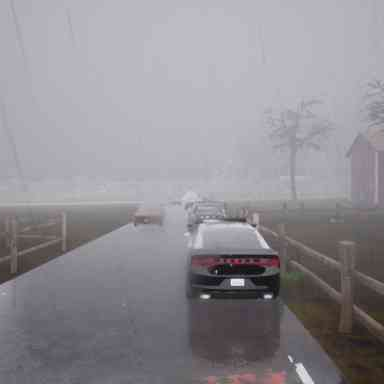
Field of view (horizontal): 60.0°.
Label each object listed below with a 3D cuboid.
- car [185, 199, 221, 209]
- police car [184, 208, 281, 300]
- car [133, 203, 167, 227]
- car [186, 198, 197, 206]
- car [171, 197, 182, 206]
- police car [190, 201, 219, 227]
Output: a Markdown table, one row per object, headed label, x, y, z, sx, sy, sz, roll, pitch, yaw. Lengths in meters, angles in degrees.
| label | x | y | z | sx | sy | sz | roll | pitch | yaw |
| --- | --- | --- | --- | --- | --- | --- | --- | --- | --- |
| car | 0.809 | 1.394 | 18.453 | 2.097 | 1.767 | 4.553 | 0 | 0 | 0 |
| police car | 0.818 | 1.432 | 8.587 | 1.930 | 1.638 | 5.238 | 0 | 0 | 0 |
| car | -2.867 | 1.548 | 23.440 | 1.882 | 1.535 | 5.008 | 0 | 0 | 0 |
| car | -0.046 | 1.837 | 59.519 | 1.895 | 1.301 | 4.718 | 0 | 0 | 0 |
| car | -2.798 | 1.715 | 60.175 | 1.882 | 1.535 | 5.008 | 0 | 0 | 0 |
| police car | 0.806 | 1.502 | 24.595 | 1.930 | 1.638 | 5.238 | 0 | 0 | 0 |
